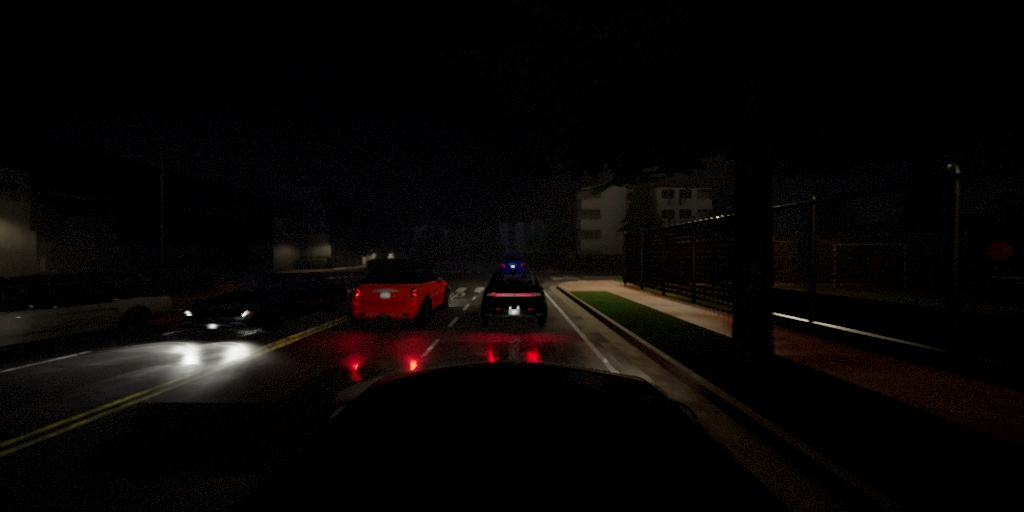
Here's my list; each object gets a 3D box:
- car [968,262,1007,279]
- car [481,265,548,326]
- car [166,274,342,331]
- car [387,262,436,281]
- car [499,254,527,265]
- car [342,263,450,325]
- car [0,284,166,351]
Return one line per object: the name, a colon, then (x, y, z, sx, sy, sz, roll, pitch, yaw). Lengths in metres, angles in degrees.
car: (39.827, 1.196, 31.057, 5.357, 1.411, 2.033, 0, 0, -13)
car: (0.067, 1.214, 11.600, 2.128, 1.511, 4.902, 0, 0, 0)
car: (-7.068, 1.273, 11.129, 2.033, 1.411, 5.357, 0, 0, 0)
car: (-8.427, 1.238, 29.924, 4.181, 1.385, 1.994, 0, 0, 42)
car: (0.064, 0.893, 29.883, 2.150, 2.045, 5.566, 0, 0, 0)
car: (-3.432, 1.075, 11.880, 2.097, 1.767, 4.553, 0, 0, 0)
car: (-10.583, 1.335, 7.896, 1.895, 1.301, 4.718, 0, 0, 0)
